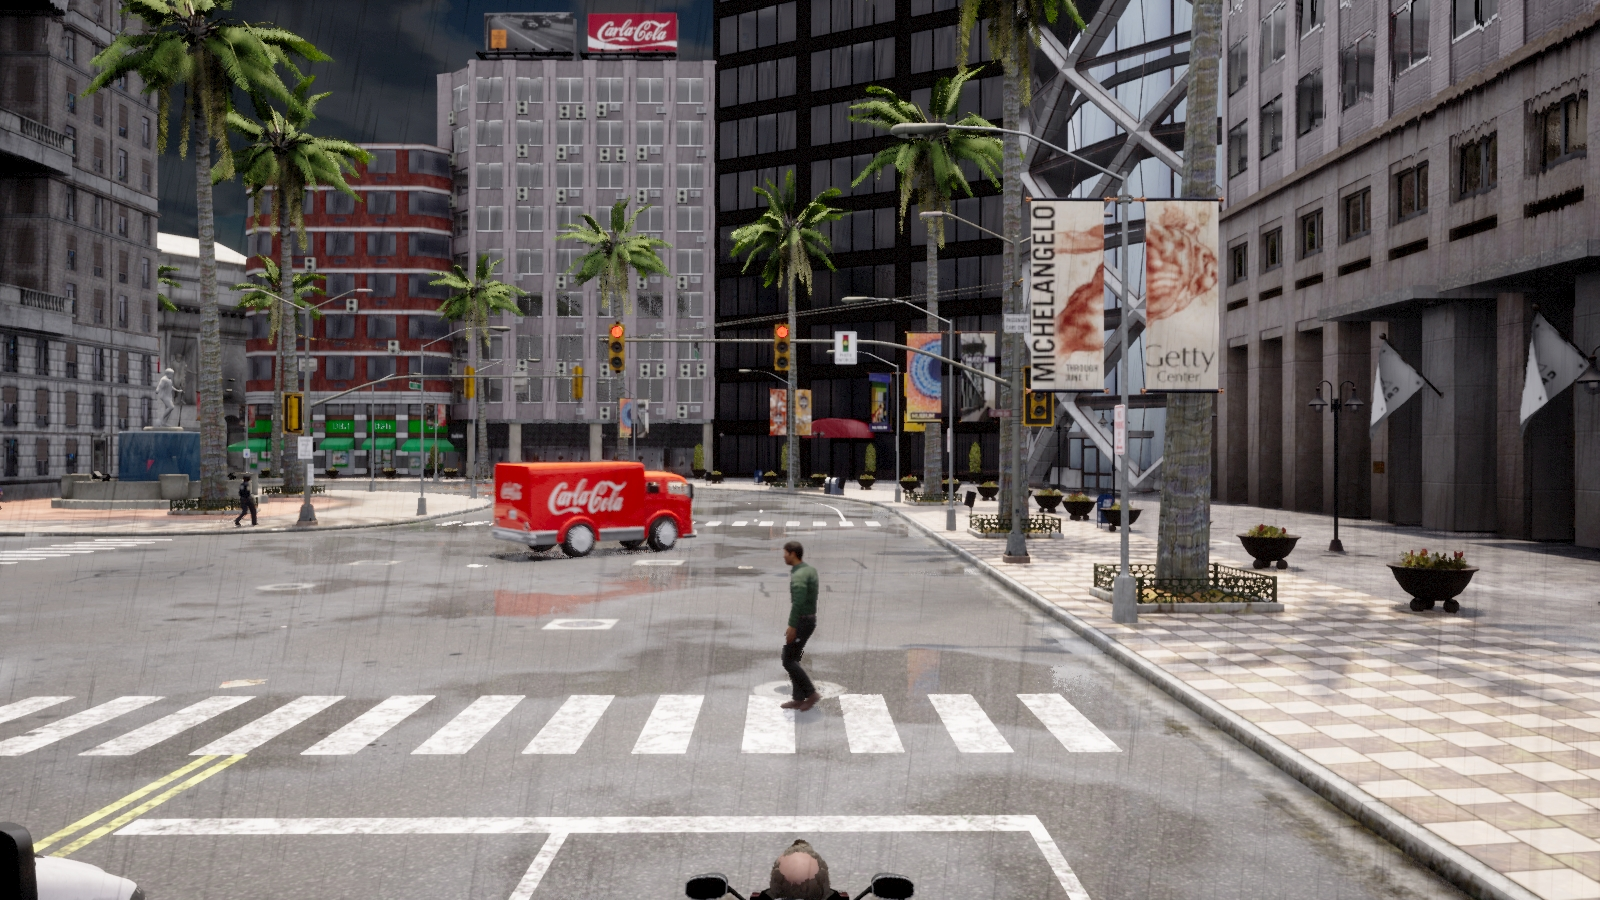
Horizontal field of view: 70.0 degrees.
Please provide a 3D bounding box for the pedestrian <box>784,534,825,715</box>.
[{"bbox_3d":[0.053,1.842,12.159,0.375,1.860,0.375,0,0,11],"label":"pedestrian"}]

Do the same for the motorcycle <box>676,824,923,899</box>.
[{"bbox_3d":[-0.001,2.203,3.717,0.867,1.251,2.209,0,0,0],"label":"motorcycle"}]

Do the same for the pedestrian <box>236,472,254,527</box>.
[{"bbox_3d":[-18.854,1.681,38.815,0.375,1.860,0.375,0,0,28],"label":"pedestrian"}]

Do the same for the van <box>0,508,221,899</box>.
[{"bbox_3d":[-3.507,1.533,1.998,1.988,2.561,5.915,0,0,0],"label":"van"}]

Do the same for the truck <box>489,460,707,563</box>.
[{"bbox_3d":[-5.453,1.555,31.073,5.204,2.467,2.627,0,1,-38],"label":"truck"}]

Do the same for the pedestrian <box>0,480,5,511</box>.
[{"bbox_3d":[-34.445,1.958,49.072,0.375,1.300,0.375,0,0,-13],"label":"pedestrian"}]
